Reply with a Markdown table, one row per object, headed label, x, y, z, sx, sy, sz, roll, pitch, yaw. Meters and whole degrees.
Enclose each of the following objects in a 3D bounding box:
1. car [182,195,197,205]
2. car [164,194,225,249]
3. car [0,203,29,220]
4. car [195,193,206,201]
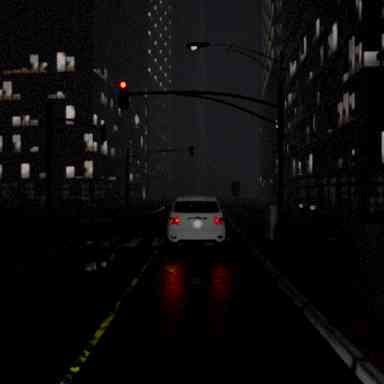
| label | x | y | z | sx | sy | sz | roll | pitch | yaw |
| --- | --- | --- | --- | --- | --- | --- | --- | --- | --- |
| car | -0.293 | 1.176 | 50.503 | 1.812 | 1.442 | 4.674 | 0 | 0 | 6 |
| car | 0.024 | 1.134 | 14.159 | 2.150 | 2.045 | 5.566 | 0 | 1 | -3 |
| car | -16.420 | 1.679 | 28.825 | 4.403 | 1.369 | 2.008 | -1 | 1 | 10 |
| car | 1.752 | 1.042 | 66.832 | 1.812 | 1.442 | 4.674 | 0 | 1 | 8 |
